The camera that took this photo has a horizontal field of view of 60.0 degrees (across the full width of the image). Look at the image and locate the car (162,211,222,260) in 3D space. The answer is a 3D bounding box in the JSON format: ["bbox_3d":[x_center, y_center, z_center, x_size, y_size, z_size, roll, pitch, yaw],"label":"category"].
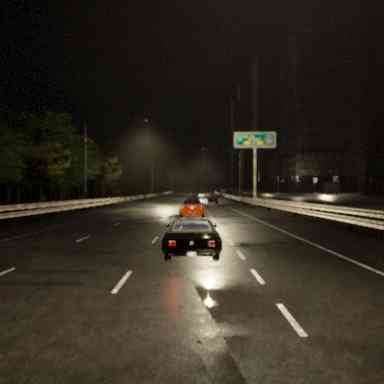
[{"bbox_3d":[-0.005,1.612,12.427,1.895,1.301,4.718,0,0,0],"label":"car"}]

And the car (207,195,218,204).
[{"bbox_3d":[3.883,1.425,63.428,1.837,1.490,4.892,0,0,1],"label":"car"}]

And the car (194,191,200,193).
[{"bbox_3d":[0.718,1.245,93.991,1.994,1.385,4.181,0,1,1],"label":"car"}]

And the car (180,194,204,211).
[{"bbox_3d":[0.033,1.360,30.029,2.097,1.767,4.553,0,0,0],"label":"car"}]
